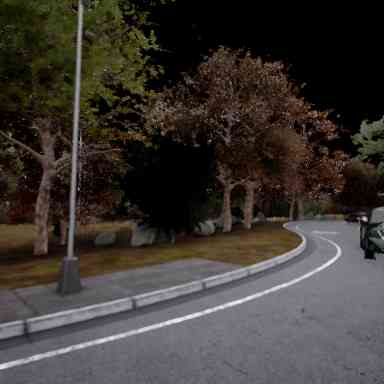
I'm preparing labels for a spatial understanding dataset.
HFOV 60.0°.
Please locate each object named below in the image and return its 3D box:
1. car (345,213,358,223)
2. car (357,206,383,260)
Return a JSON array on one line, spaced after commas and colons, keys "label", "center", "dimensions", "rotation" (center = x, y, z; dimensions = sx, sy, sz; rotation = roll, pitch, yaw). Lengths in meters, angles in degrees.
[{"label": "car", "center": [19.209, 2.900, 37.216], "dimensions": [4.181, 1.385, 1.994], "rotation": [3, -2, -26]}, {"label": "car", "center": [8.379, 1.642, 13.912], "dimensions": [2.150, 2.045, 5.566], "rotation": [2, -1, 24]}]
